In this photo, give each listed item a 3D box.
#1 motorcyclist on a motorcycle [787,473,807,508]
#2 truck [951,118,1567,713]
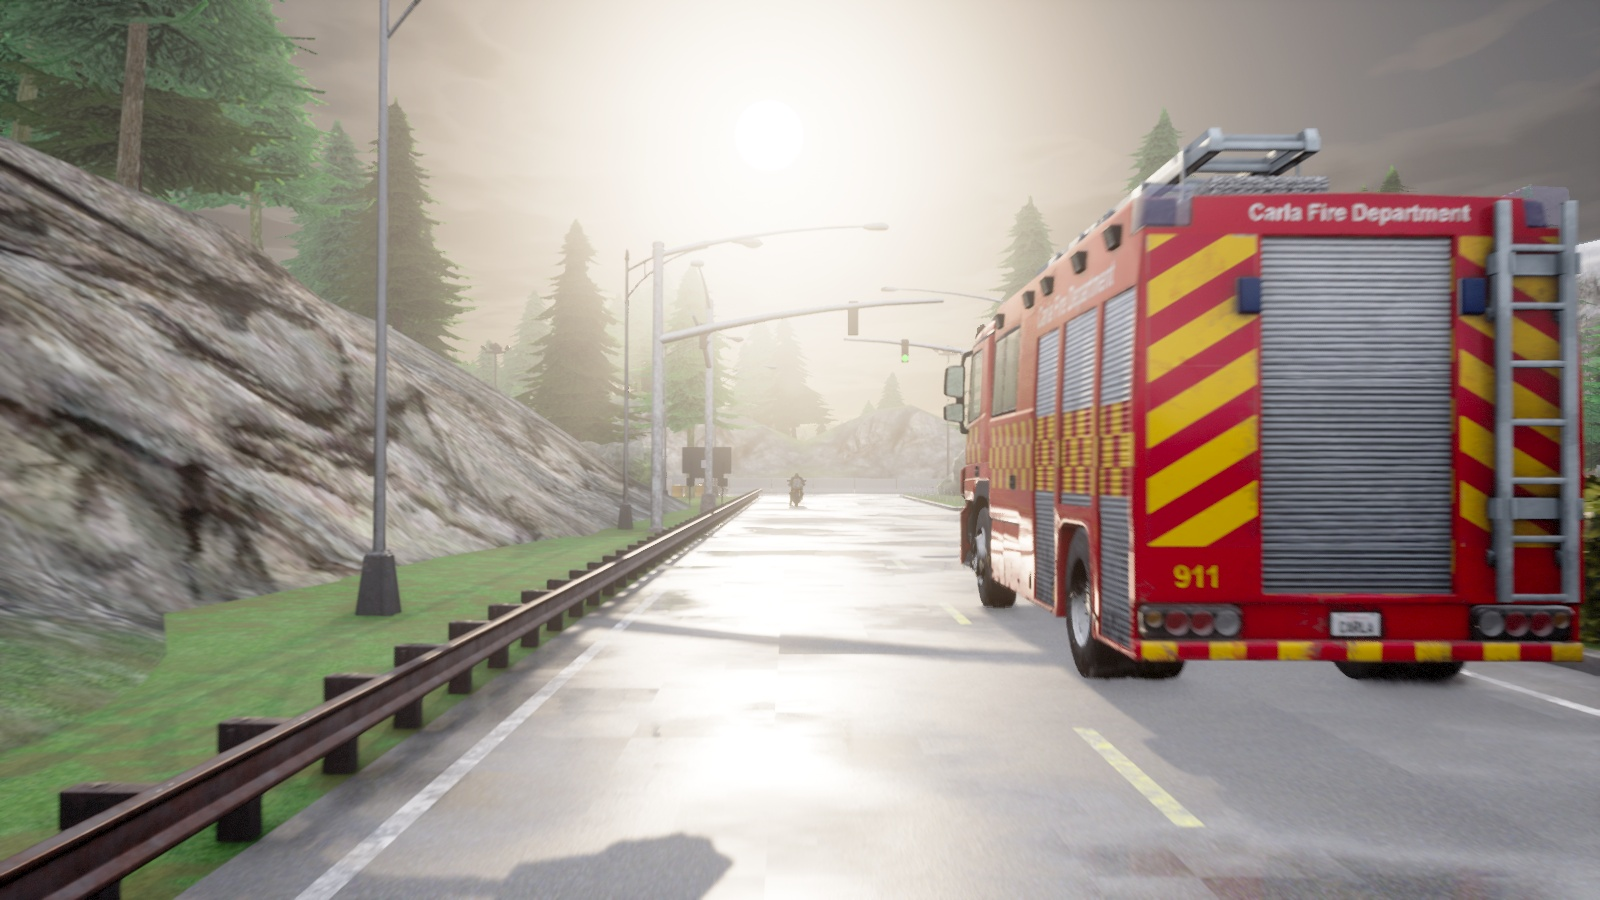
[{"bbox_3d":[-0.135,1.789,56.074,0.866,1.530,2.191,0,-1,0],"label":"motorcyclist on a motorcycle"},{"bbox_3d":[3.465,-0.157,12.333,2.891,3.827,8.468,0,-1,0],"label":"truck"}]
